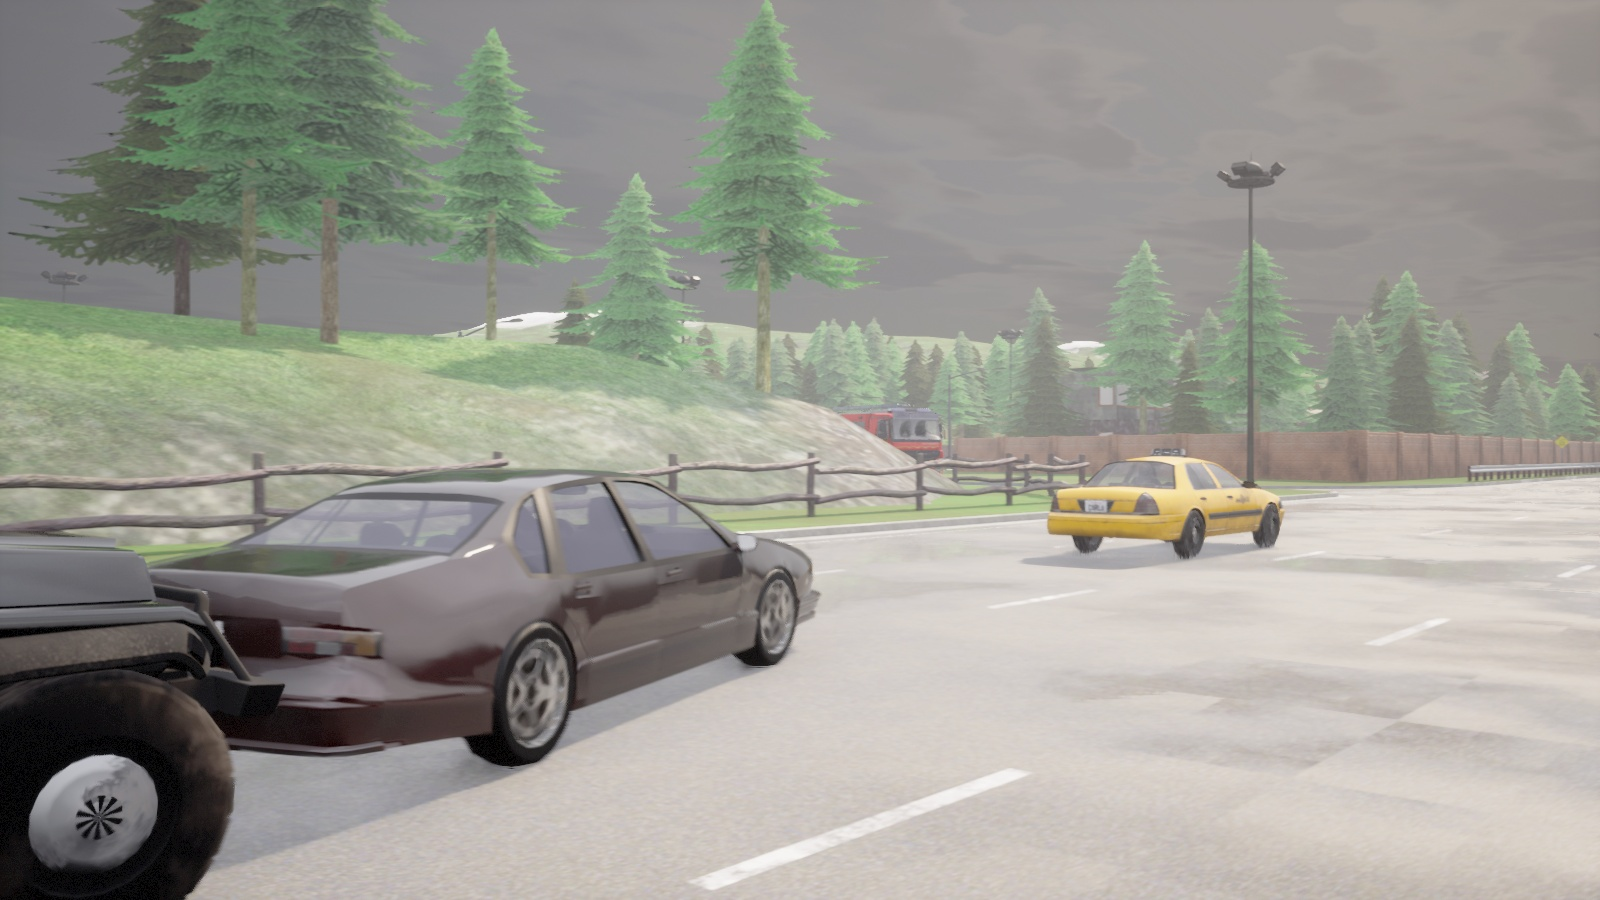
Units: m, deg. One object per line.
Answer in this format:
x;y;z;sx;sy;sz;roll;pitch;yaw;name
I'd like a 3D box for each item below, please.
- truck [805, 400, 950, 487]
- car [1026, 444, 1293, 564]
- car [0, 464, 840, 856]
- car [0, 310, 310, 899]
3.542;-0.280;60.249;2.891;3.827;8.468;0;0;-29;truck
5.639;0.719;19.152;1.801;1.575;5.366;0;0;41;car
-1.618;0.816;7.569;2.033;1.411;5.357;0;0;21;car
-3.613;0.556;3.327;1.905;1.878;3.866;0;0;40;car
